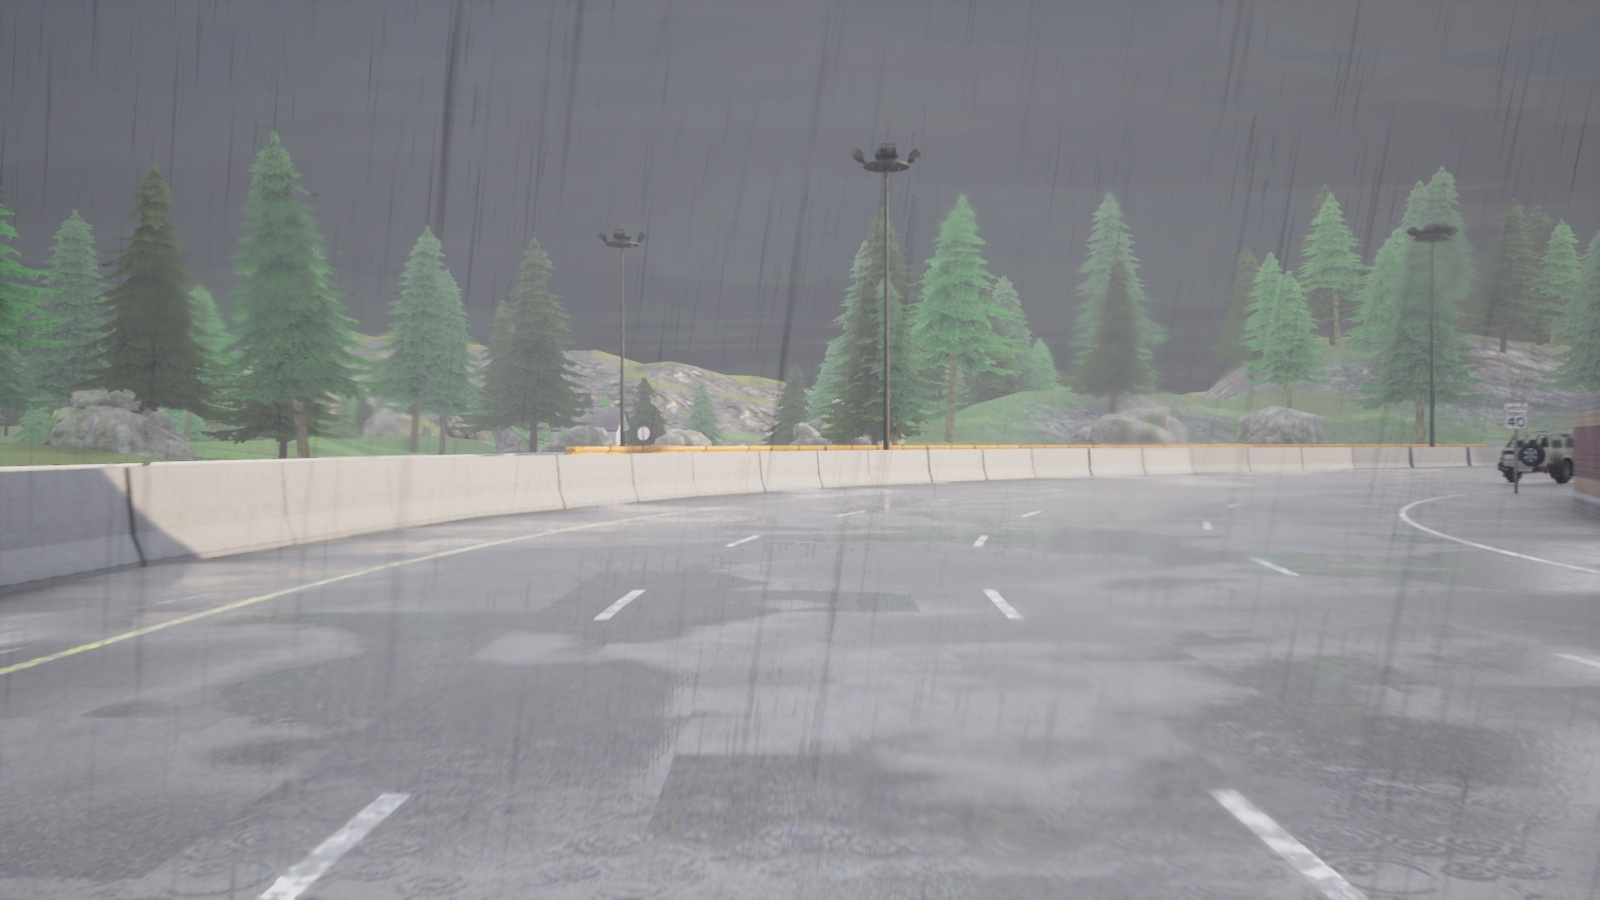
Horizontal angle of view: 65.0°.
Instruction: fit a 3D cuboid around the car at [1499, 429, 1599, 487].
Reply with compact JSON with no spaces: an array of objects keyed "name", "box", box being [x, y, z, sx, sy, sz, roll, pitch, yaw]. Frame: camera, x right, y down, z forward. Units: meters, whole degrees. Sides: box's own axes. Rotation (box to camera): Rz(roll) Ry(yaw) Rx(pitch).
[{"name":"car","box":[26.212,0.232,43.034,4.605,1.855,1.932,-1,1,-31]}]
